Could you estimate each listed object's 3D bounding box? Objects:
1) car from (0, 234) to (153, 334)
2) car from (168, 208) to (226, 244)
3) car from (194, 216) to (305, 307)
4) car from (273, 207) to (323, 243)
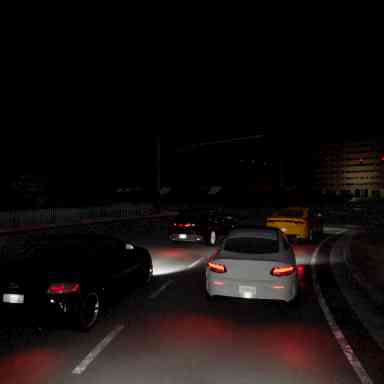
[{"bbox_3d":[-2.271,1.564,6.949,1.994,1.385,4.181,0,0,11],"label":"car"},{"bbox_3d":[0.603,1.505,15.386,1.837,1.490,4.892,0,0,23],"label":"car"},{"bbox_3d":[1.521,1.526,7.979,1.812,1.442,4.674,0,0,14],"label":"car"},{"bbox_3d":[5.202,1.478,16.490,1.882,1.535,5.008,0,0,30],"label":"car"}]
